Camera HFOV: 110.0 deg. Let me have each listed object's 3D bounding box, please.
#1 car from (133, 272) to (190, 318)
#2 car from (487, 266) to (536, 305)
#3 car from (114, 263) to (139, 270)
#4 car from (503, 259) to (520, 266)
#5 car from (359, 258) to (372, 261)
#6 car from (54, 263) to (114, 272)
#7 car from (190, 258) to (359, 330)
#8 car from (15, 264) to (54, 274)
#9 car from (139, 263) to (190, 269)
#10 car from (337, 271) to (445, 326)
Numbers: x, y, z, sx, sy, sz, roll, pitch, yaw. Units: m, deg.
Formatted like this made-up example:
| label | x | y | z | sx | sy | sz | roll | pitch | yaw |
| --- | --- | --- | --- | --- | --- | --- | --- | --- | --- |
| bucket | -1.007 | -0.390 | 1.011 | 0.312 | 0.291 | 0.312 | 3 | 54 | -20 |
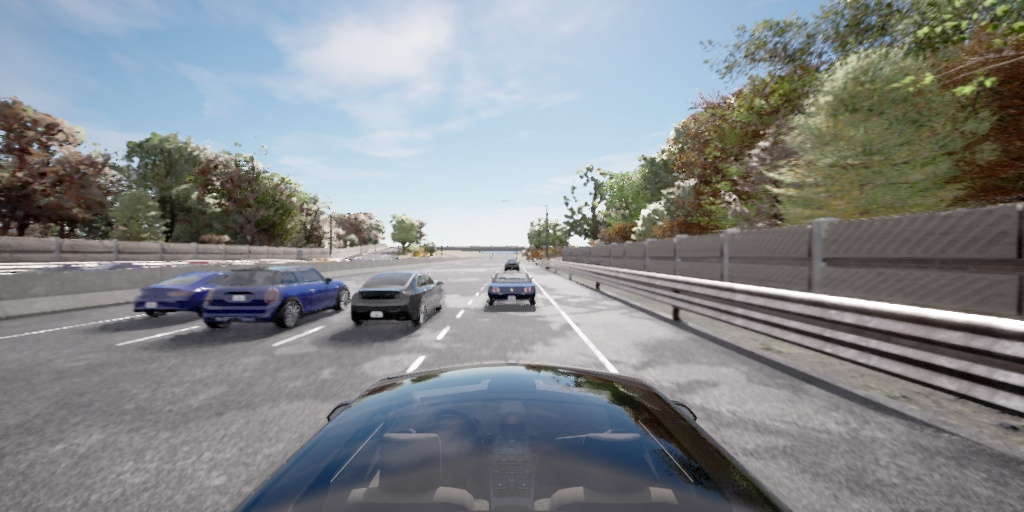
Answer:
| label | x | y | z | sx | sy | sz | roll | pitch | yaw |
| --- | --- | --- | --- | --- | --- | --- | --- | --- | --- |
| car | -10.404 | 1.238 | 12.644 | 1.812 | 1.442 | 4.674 | 0 | 0 | 0 |
| car | -0.005 | 1.306 | 15.749 | 1.895 | 1.301 | 4.718 | 0 | 0 | 0 |
| car | -24.591 | 1.242 | 25.284 | 1.994 | 1.385 | 4.181 | 0 | 0 | 0 |
| car | -0.015 | 1.160 | 44.362 | 1.837 | 1.490 | 4.892 | 0 | 0 | 0 |
| car | -24.522 | 1.171 | 59.836 | 2.128 | 1.511 | 4.902 | 0 | 1 | 0 |
| car | -28.091 | 1.204 | 25.168 | 1.812 | 1.442 | 4.674 | 0 | 0 | 0 |
| car | -6.902 | 1.070 | 11.189 | 2.097 | 1.767 | 4.553 | 0 | 0 | 0 |
| car | -31.589 | 1.242 | 25.100 | 1.994 | 1.385 | 4.181 | 0 | 0 | 0 |
| car | -21.097 | 1.160 | 23.805 | 1.882 | 1.535 | 5.008 | 0 | 0 | 0 |
| car | -3.403 | 1.222 | 11.444 | 1.837 | 1.490 | 4.892 | 0 | 0 | 0 |
